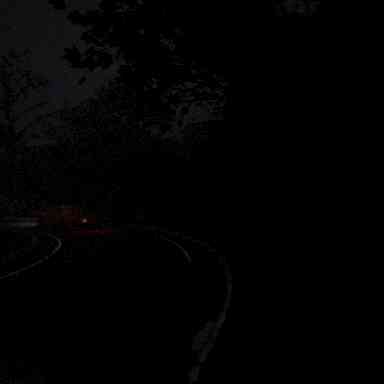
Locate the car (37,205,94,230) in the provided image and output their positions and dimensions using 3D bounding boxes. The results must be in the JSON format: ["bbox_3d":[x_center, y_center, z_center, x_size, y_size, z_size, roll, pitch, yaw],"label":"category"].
[{"bbox_3d":[-8.640,1.633,22.557,5.008,1.535,1.882,0,-1,41],"label":"car"}]
